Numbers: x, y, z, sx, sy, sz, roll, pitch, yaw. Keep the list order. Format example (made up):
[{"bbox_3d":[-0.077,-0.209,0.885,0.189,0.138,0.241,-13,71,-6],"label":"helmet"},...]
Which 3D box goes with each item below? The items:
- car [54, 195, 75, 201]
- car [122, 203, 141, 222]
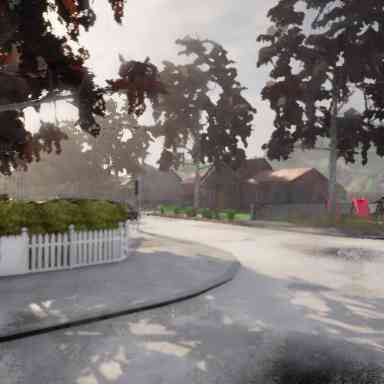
[{"bbox_3d":[-15.258,1.368,40.353,2.150,2.045,5.566,1,-1,-35],"label":"car"},{"bbox_3d":[-5.971,1.625,27.335,1.882,1.535,5.008,1,-1,-36],"label":"car"}]
